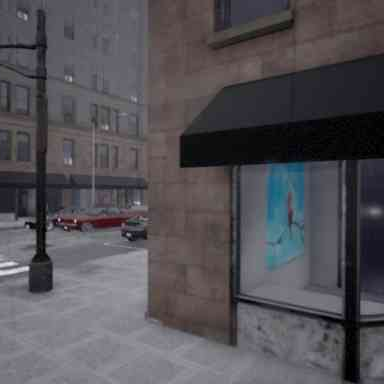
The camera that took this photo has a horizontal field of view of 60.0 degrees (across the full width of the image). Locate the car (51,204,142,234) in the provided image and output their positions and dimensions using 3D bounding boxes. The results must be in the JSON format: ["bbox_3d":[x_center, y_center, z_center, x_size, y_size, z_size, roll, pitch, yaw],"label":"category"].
[{"bbox_3d":[-5.451,1.603,19.543,1.895,1.301,4.718,0,0,35],"label":"car"}]

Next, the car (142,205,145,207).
[{"bbox_3d":[-4.653,1.579,25.053,1.802,1.307,4.206,0,0,35],"label":"car"}]

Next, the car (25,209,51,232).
[{"bbox_3d":[-7.940,1.559,20.418,1.947,1.339,4.313,0,0,35],"label":"car"}]

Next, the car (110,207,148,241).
[{"bbox_3d":[-1.395,1.571,15.775,2.008,1.369,4.403,0,0,35],"label":"car"}]
